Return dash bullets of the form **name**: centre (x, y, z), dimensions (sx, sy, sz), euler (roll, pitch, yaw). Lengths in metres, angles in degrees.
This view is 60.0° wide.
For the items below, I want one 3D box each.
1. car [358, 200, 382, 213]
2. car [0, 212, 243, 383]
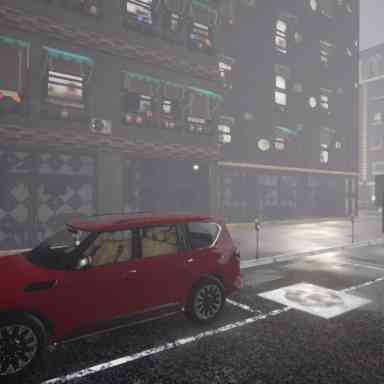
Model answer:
- **car**: centre (20.164, 1.538, 37.360), dimensions (1.887, 1.381, 4.507), euler (1, 0, -36)
- **car**: centre (-1.362, 1.316, 5.583), dimensions (5.009, 1.841, 2.192), euler (0, 1, -35)
